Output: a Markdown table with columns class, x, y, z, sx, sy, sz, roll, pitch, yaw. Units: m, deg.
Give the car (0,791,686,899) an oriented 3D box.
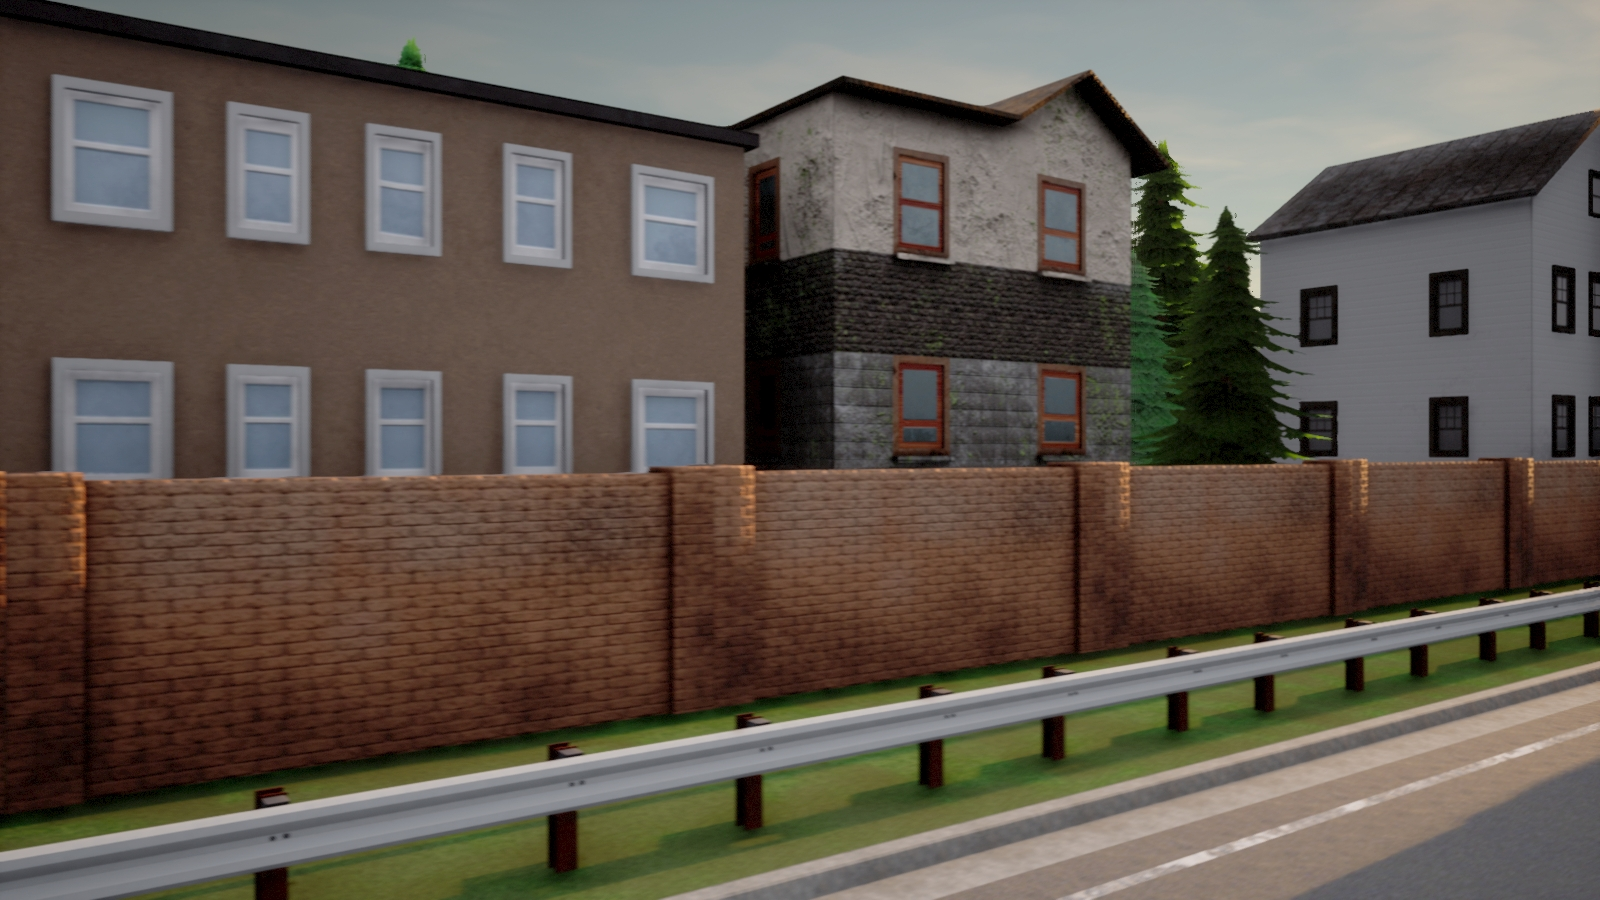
| class | x | y | z | sx | sy | sz | roll | pitch | yaw |
| --- | --- | --- | --- | --- | --- | --- | --- | --- | --- |
| car | -2.325 | 2.039 | 2.170 | 4.514 | 1.525 | 2.007 | 0 | 0 | -35 |
